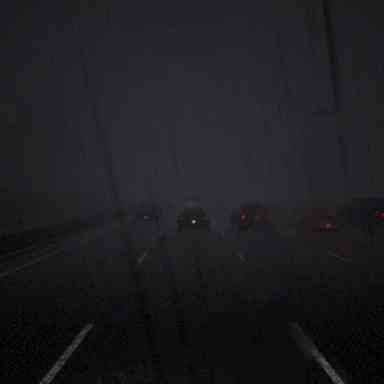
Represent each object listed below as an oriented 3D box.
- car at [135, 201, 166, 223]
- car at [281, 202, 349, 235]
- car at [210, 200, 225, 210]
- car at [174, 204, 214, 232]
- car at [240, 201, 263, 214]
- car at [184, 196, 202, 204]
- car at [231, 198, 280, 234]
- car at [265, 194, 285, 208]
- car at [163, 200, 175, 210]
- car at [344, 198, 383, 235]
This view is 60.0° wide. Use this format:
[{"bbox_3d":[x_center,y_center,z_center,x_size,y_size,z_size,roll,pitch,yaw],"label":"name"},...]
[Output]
[{"bbox_3d":[-3.399,1.675,26.560,1.812,1.442,4.674,0,0,0],"label":"car"},{"bbox_3d":[7.099,1.589,19.792,1.882,1.535,5.008,0,0,0],"label":"car"},{"bbox_3d":[3.600,1.787,46.512,1.812,1.442,4.674,0,0,0],"label":"car"},{"bbox_3d":[0.099,1.683,21.000,1.994,1.385,4.181,0,0,0],"label":"car"},{"bbox_3d":[7.099,1.825,39.900,1.895,1.301,4.718,0,0,0],"label":"car"},{"bbox_3d":[0.098,1.467,43.527,2.150,2.045,5.566,0,0,0],"label":"car"},{"bbox_3d":[3.599,1.466,20.276,2.097,1.767,4.553,0,0,0],"label":"car"},{"bbox_3d":[10.599,1.468,43.545,2.150,2.045,5.566,0,0,0],"label":"car"},{"bbox_3d":[-3.401,1.787,46.486,1.812,1.442,4.674,0,0,0],"label":"car"},{"bbox_3d":[10.599,1.335,19.853,2.150,2.045,5.566,0,0,0],"label":"car"}]
